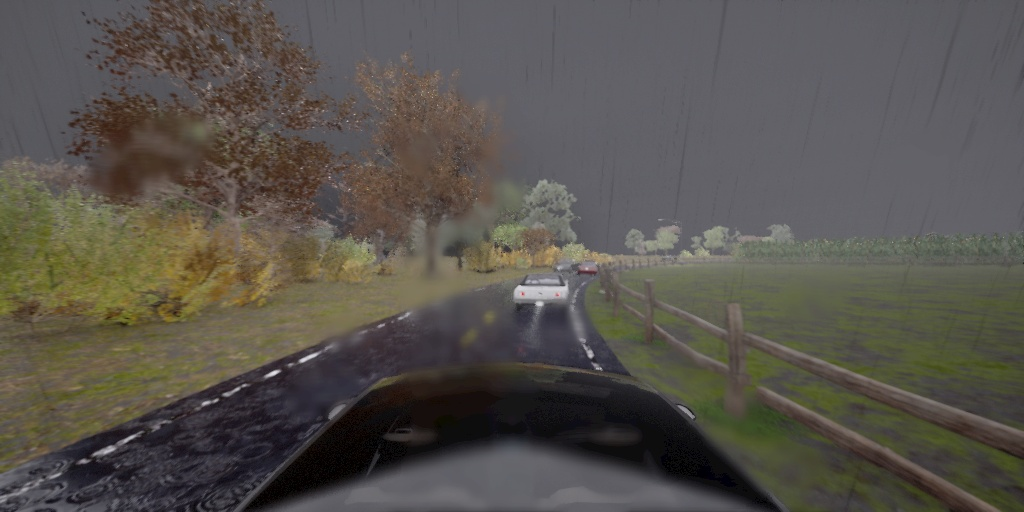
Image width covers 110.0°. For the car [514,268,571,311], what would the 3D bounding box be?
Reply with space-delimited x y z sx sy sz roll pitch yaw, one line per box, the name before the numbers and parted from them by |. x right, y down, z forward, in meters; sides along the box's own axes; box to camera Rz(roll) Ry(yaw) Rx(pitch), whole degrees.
car | 1.315 1.335 14.408 1.895 1.301 4.718 0 0 9

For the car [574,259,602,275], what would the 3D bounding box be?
car | 7.916 1.155 35.779 1.994 1.385 4.181 0 1 24

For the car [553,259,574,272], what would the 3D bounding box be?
car | 5.895 1.058 38.446 2.128 1.511 4.902 0 1 26
